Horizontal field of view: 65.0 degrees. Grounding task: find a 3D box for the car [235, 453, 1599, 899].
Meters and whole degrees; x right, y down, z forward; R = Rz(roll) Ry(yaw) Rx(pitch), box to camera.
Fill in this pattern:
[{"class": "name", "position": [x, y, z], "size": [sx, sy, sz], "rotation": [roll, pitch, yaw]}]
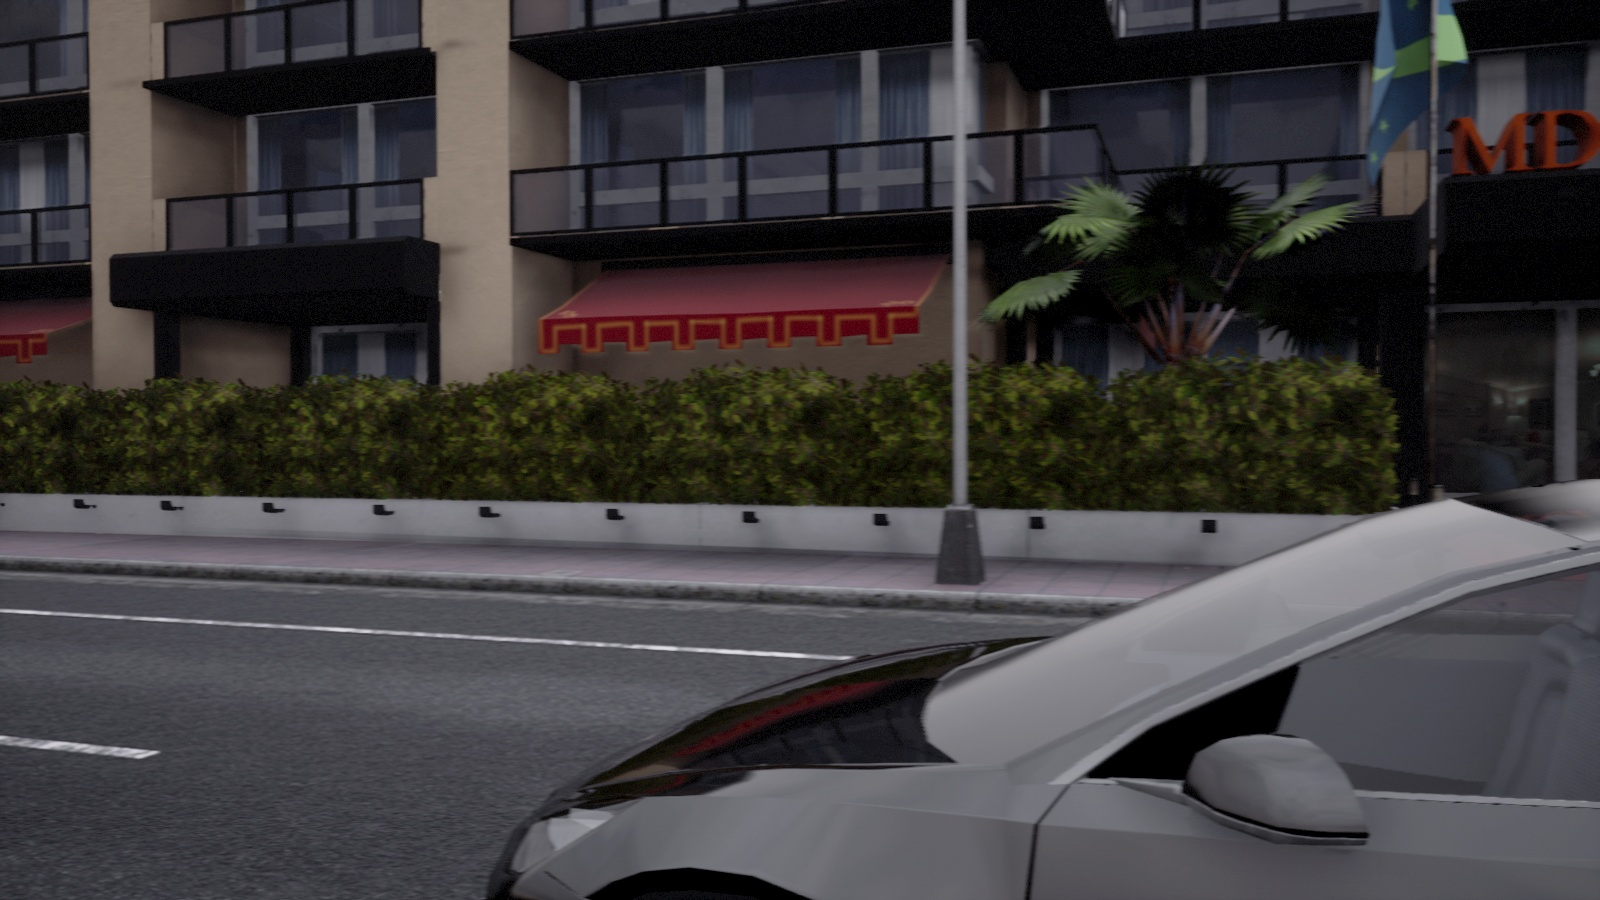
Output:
[{"class": "car", "position": [1.531, 0.789, 2.678], "size": [4.792, 1.488, 2.163], "rotation": [1, 1, 19]}]
